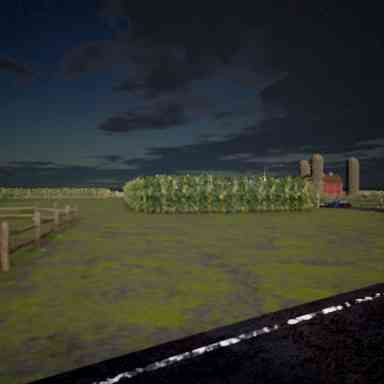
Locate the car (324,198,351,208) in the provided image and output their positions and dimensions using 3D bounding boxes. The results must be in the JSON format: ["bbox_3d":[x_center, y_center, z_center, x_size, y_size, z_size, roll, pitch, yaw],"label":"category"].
[{"bbox_3d":[21.319,1.637,48.735,1.994,1.385,4.181,0,0,-11],"label":"car"}]
